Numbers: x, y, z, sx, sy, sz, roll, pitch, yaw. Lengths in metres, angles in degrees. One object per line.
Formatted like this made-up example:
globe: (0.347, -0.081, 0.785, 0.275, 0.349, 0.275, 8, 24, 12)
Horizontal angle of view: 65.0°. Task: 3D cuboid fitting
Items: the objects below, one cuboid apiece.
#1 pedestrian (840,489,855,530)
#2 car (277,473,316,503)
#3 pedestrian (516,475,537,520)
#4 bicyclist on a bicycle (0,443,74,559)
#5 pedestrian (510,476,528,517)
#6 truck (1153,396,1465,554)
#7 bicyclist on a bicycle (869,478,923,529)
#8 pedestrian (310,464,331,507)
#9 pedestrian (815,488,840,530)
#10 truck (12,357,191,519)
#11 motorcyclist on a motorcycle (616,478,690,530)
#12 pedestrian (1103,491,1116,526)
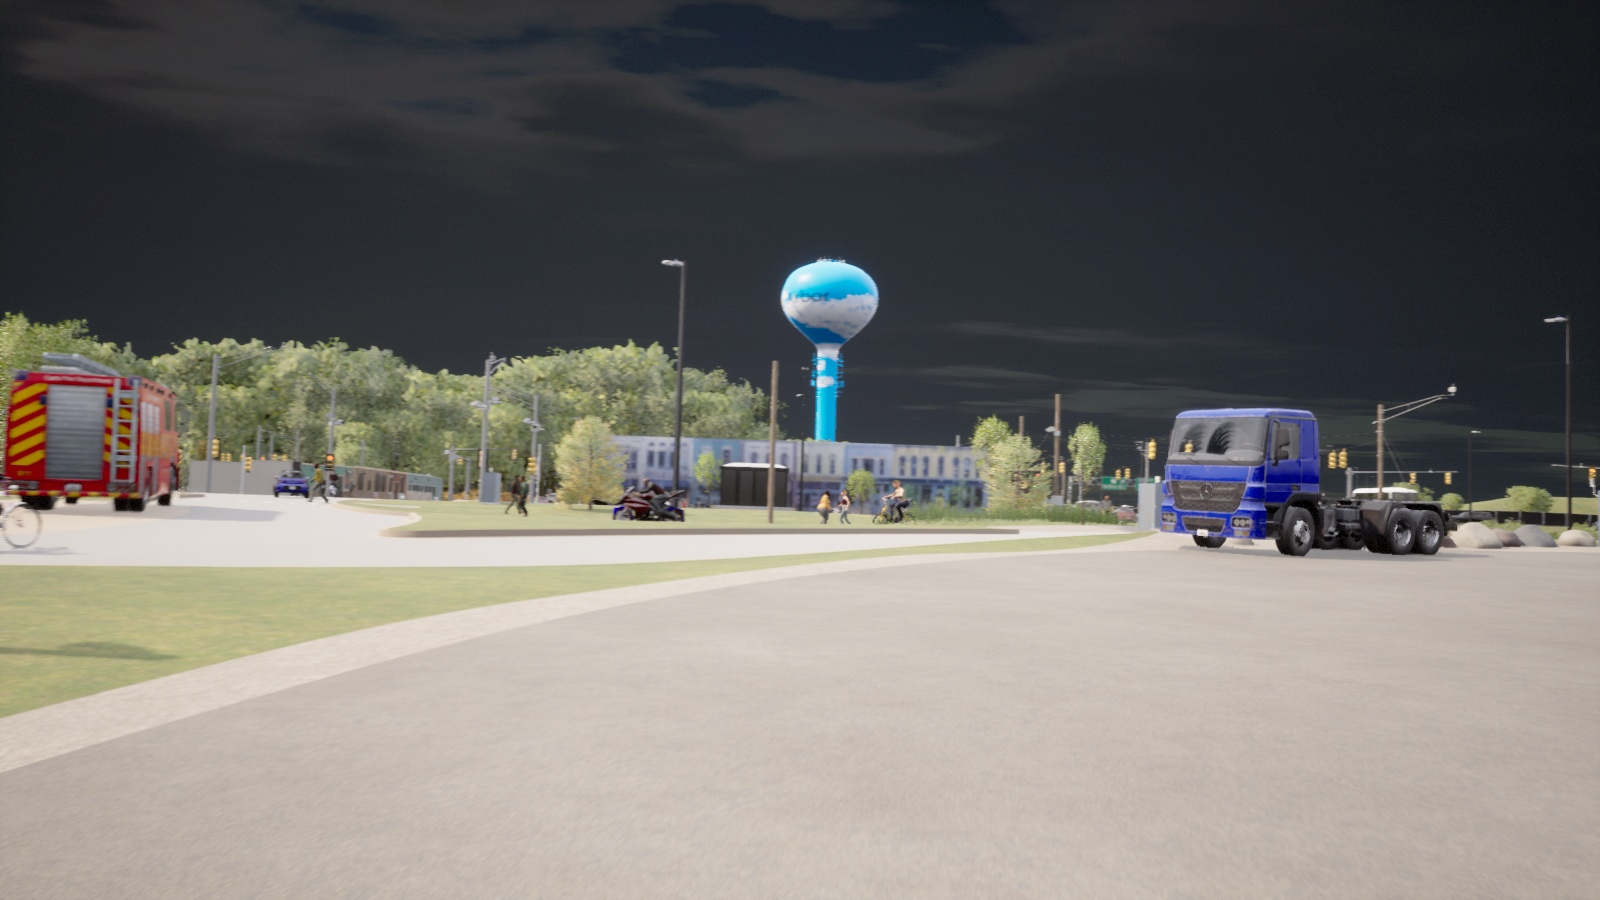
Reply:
pedestrian: (2.111, 2.667, 56.321, 0.594, 1.836, 0.345, 2, -4, -4)
car: (-27.129, 2.041, 67.675, 1.816, 1.474, 4.193, 2, -2, -22)
pedestrian: (-12.026, 2.109, 55.219, 0.788, 1.949, 0.423, 2, -4, -8)
bicyclist on a bicycle: (-12.410, 0.789, 19.655, 0.659, 1.776, 1.843, 0, -1, 17)
pedestrian: (-12.606, 2.090, 56.306, 0.703, 1.840, 0.431, 2, -4, -11)
truck: (12.603, 0.676, 30.802, 7.936, 3.462, 2.891, 2, -1, -32)
bicyclist on a bicycle: (3.080, 1.736, 40.319, 1.509, 1.612, 0.866, 1, -4, -20)
pedestrian: (-20.648, 1.532, 54.111, 0.726, 1.835, 0.370, 2, -4, -12)
pedestrian: (1.236, 2.698, 57.172, 0.900, 1.855, 0.874, 2, -4, -12)
truck: (-18.771, -0.198, 34.337, 2.891, 3.827, 8.468, 2, -2, -20)
motorcyclist on a motorcycle: (-4.513, 1.671, 38.473, 2.191, 1.530, 0.866, 2, -4, -7)
pedestrian: (16.540, 3.134, 67.066, 0.540, 1.848, 0.694, 1, -4, 6)
